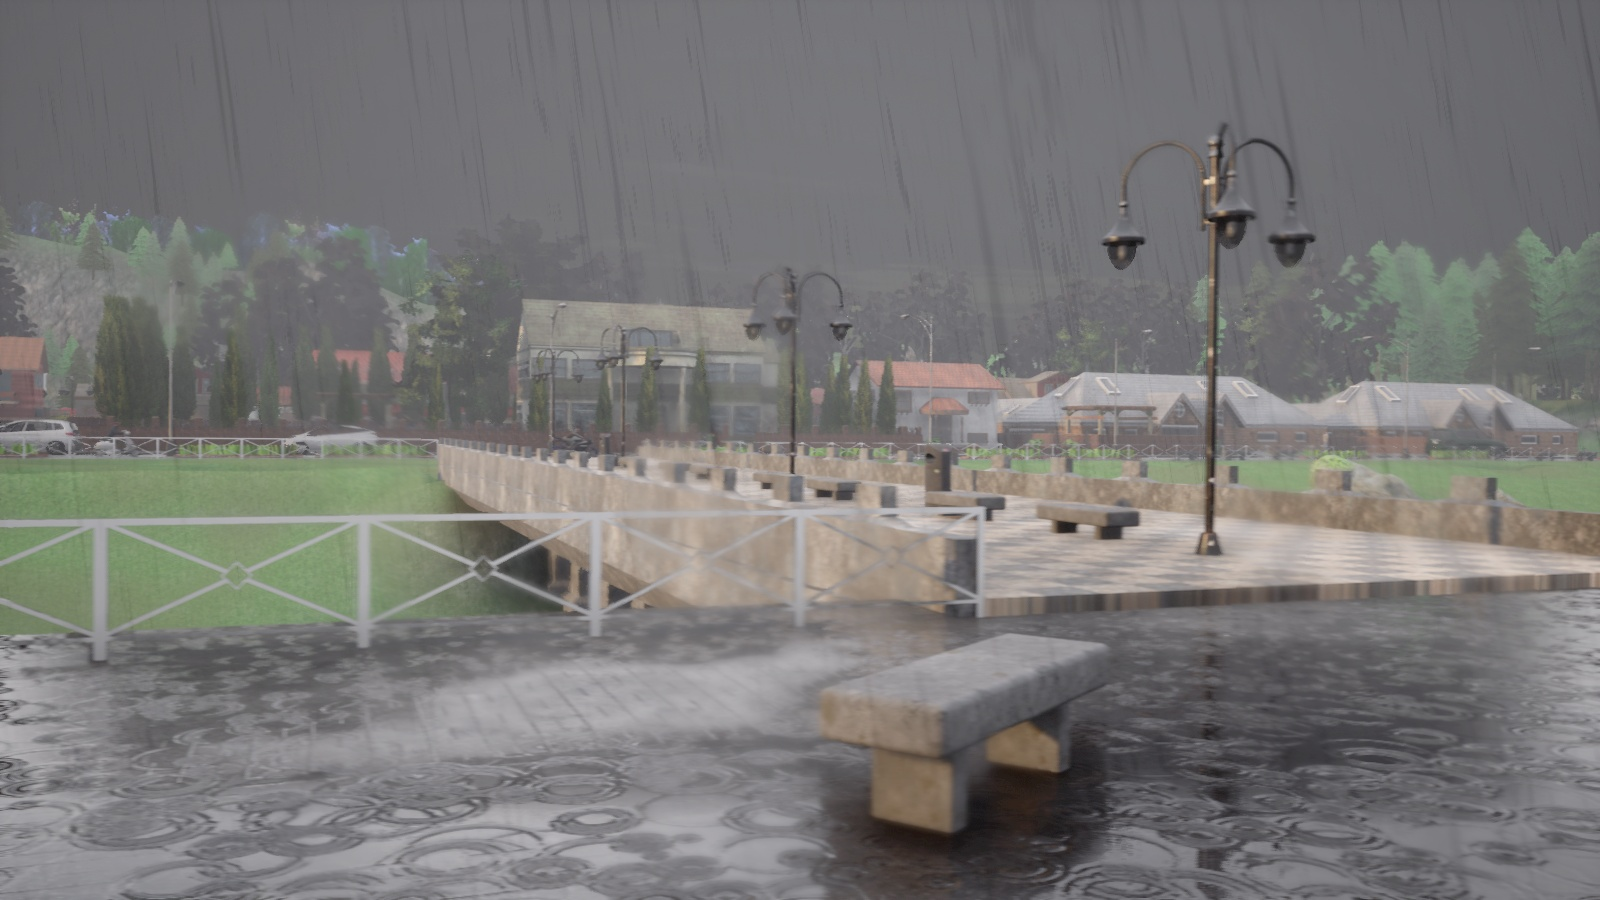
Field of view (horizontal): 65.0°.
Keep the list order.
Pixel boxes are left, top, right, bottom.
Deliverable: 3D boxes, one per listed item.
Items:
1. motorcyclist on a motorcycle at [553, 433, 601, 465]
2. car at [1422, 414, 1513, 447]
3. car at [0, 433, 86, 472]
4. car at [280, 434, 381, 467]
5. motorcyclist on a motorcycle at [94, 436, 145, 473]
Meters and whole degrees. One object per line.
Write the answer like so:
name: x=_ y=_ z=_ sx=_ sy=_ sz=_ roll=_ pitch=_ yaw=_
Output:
motorcyclist on a motorcycle: x=-10.902 y=-0.047 z=61.330 sx=2.191 sy=1.530 sz=0.866 roll=-1 pitch=1 yaw=-21
car: x=43.584 y=-1.289 z=81.999 sx=5.566 sy=2.045 sz=2.150 roll=-1 pitch=1 yaw=-21
car: x=-34.954 y=0.101 z=56.481 sx=4.611 sy=1.667 sz=2.242 roll=-1 pitch=1 yaw=-21
car: x=-22.829 y=-0.002 z=61.083 sx=4.514 sy=1.525 sz=2.007 roll=-1 pitch=1 yaw=-21
motorcyclist on a motorcycle: x=-29.420 y=0.186 z=54.304 sx=1.817 sy=1.590 sz=0.866 roll=-1 pitch=1 yaw=-21
